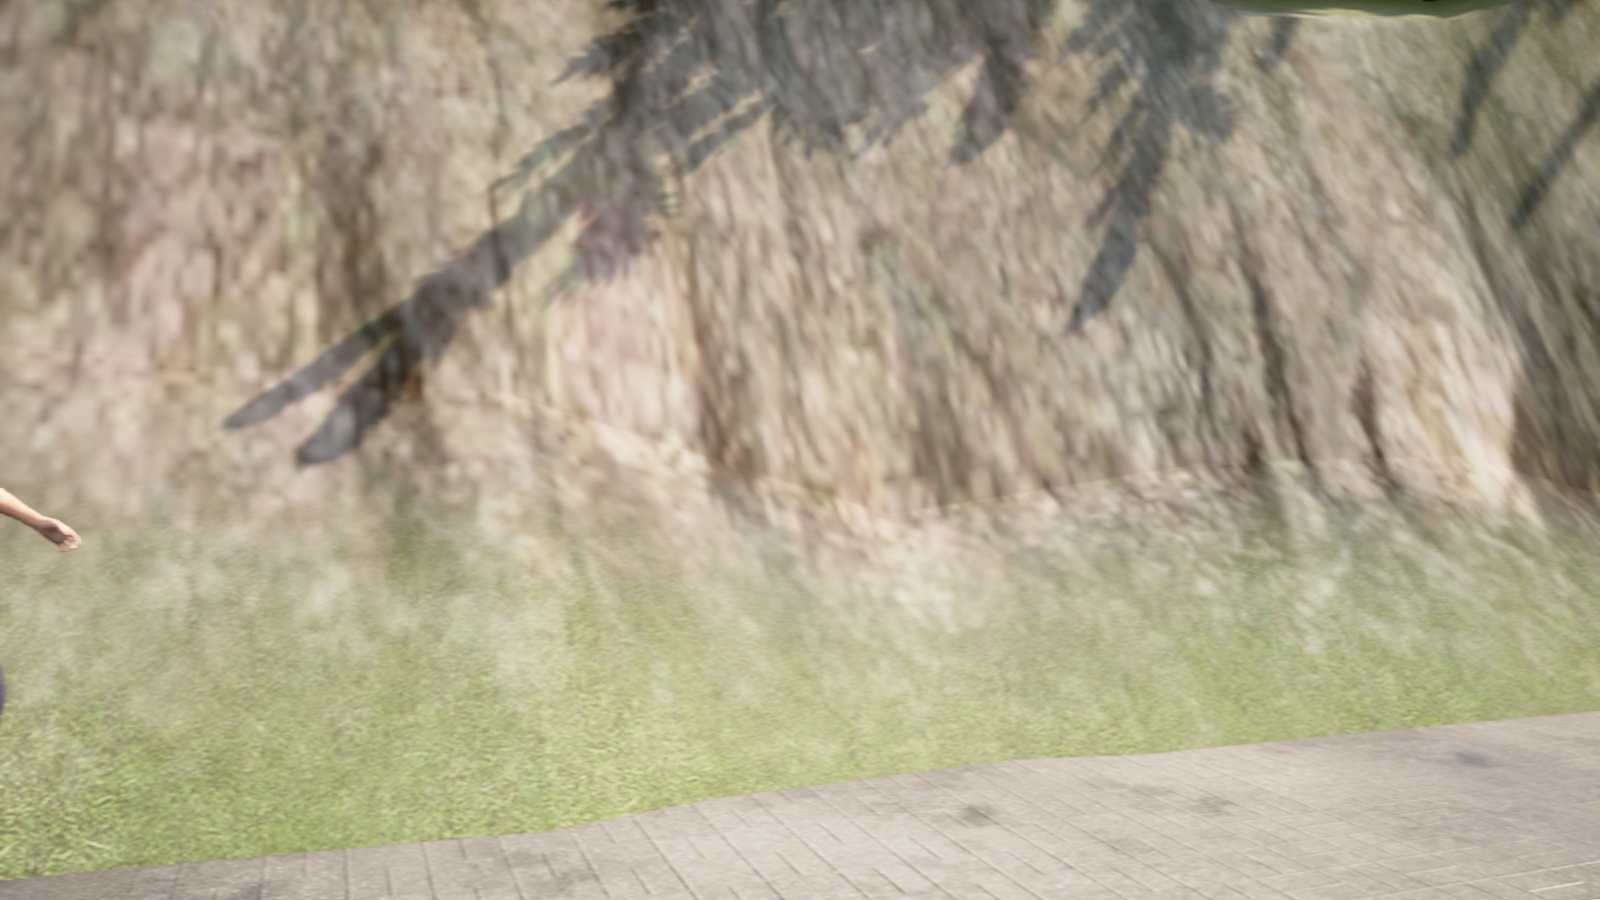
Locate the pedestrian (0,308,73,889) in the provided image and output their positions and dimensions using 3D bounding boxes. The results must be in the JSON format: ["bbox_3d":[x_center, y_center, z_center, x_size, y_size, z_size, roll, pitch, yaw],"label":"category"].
[{"bbox_3d":[-2.745,0.471,4.069,0.594,1.836,0.345,-1,1,-20],"label":"pedestrian"}]
